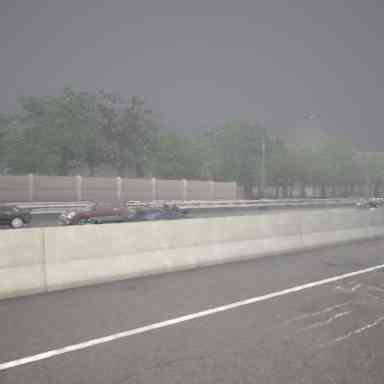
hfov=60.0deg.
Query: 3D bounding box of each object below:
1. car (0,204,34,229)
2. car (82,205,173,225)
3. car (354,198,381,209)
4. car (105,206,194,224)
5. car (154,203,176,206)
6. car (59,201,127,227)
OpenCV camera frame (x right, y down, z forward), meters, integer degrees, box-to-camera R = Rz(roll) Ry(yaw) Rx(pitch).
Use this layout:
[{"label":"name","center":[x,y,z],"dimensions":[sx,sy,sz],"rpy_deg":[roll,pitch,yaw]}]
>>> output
[{"label":"car","center":[-12.295,1.504,20.123],"dimensions":[4.892,1.490,1.837],"rpy_deg":[0,0,-39]},{"label":"car","center":[-3.398,1.608,18.753],"dimensions":[4.718,1.301,1.895],"rpy_deg":[0,0,-35]},{"label":"car","center":[24.862,1.587,47.174],"dimensions":[4.902,1.511,2.128],"rpy_deg":[0,0,-35]},{"label":"car","center":[-1.608,1.571,15.729],"dimensions":[4.181,1.385,1.994],"rpy_deg":[0,0,-35]},{"label":"car","center":[-2.648,1.615,27.664],"dimensions":[4.718,1.301,1.895],"rpy_deg":[0,0,-37]},{"label":"car","center":[-5.990,1.357,21.202],"dimensions":[4.553,1.767,2.097],"rpy_deg":[0,0,-35]}]
